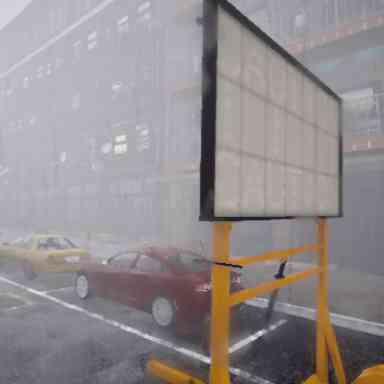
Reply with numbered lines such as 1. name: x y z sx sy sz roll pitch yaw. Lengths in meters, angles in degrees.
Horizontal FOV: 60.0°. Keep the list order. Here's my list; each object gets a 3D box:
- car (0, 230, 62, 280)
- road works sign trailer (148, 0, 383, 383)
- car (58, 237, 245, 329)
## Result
1. car: -5.288 1.986 11.335 4.829 1.417 1.752 -1 -5 41
2. road works sign trailer: 0.649 0.630 2.883 2.880 3.560 2.380 -1 -4 40
3. car: -0.965 1.910 7.619 4.507 1.381 1.887 -1 -5 41
